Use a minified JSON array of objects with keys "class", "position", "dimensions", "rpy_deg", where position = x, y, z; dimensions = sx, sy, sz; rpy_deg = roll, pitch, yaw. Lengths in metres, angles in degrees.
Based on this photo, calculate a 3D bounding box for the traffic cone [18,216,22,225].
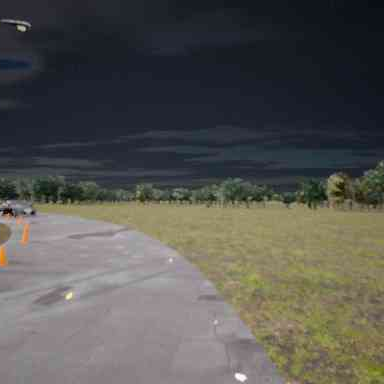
[{"class":"traffic cone","position":[-11.970,1.984,23.244],"dimensions":[0.340,0.580,0.340],"rpy_deg":[0,0,-35]}]

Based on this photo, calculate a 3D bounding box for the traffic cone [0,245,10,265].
[{"class":"traffic cone","position":[-5.959,1.967,10.469],"dimensions":[0.340,0.580,0.340],"rpy_deg":[0,0,-16]}]

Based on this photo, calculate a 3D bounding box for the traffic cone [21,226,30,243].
[{"class":"traffic cone","position":[-7.489,1.972,14.939],"dimensions":[0.340,0.580,0.340],"rpy_deg":[0,0,-22]}]

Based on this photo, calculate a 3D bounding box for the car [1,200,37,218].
[{"class":"car","position":[-16.149,1.535,30.937],"dimensions":[4.902,1.511,2.128],"rpy_deg":[0,0,43]}]

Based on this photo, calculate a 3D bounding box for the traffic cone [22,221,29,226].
[{"class":"traffic cone","position":[-9.501,1.978,19.216],"dimensions":[0.340,0.580,0.340],"rpy_deg":[0,0,-28]}]

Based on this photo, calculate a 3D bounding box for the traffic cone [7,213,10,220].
[{"class":"traffic cone","position":[-14.868,1.989,26.977],"dimensions":[0.340,0.580,0.340],"rpy_deg":[0,0,-41]}]
